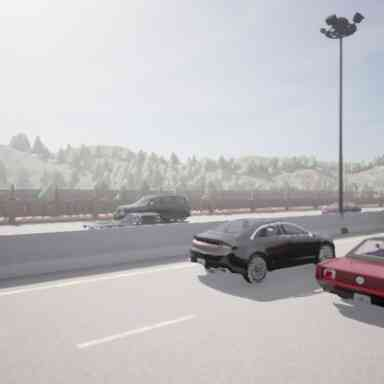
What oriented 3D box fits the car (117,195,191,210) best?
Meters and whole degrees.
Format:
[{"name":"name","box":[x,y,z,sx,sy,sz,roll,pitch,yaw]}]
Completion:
[{"name":"car","box":[-2.660,1.248,23.590,5.566,2.045,2.150,0,0,-35]}]

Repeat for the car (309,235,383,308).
[{"name":"car","box":[4.842,1.618,7.202,4.718,1.301,1.895,0,0,-35]}]

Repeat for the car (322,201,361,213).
[{"name":"car","box":[14.095,1.611,31.222,4.674,1.442,1.812,0,0,-36]}]

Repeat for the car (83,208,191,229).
[{"name":"car","box":[-2.506,1.615,15.102,4.718,1.301,1.895,0,0,-35]}]

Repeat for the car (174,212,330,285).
[{"name":"car","box":[2.200,1.507,9.617,4.902,1.511,2.128,0,0,-36]}]
